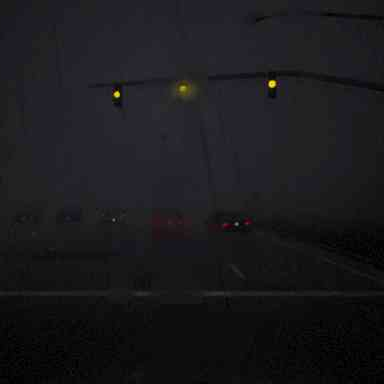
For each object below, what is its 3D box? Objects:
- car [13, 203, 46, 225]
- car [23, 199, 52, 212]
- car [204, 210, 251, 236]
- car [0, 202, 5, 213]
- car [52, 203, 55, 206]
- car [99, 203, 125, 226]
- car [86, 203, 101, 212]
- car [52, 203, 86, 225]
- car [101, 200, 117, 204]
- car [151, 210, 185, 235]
[{"bbox_3d":[-14.080,1.977,28.678,1.812,1.442,4.674,0,-1,-17],"label":"car"},{"bbox_3d":[-23.027,1.981,48.366,5.566,2.045,2.150,0,-1,42],"label":"car"},{"bbox_3d":[2.053,1.836,20.493,2.033,1.411,5.357,0,-1,-8],"label":"car"},{"bbox_3d":[-29.590,2.136,48.927,4.553,1.767,2.097,-1,-1,35],"label":"car"},{"bbox_3d":[-20.999,2.393,51.175,4.718,1.301,1.895,-1,-1,41],"label":"car"},{"bbox_3d":[-6.493,1.937,27.431,1.812,1.442,4.674,0,-1,-14],"label":"car"},{"bbox_3d":[-16.603,2.356,52.073,4.181,1.385,1.994,-1,-1,44],"label":"car"},{"bbox_3d":[-10.292,1.911,28.216,1.882,1.535,5.008,0,-1,-15],"label":"car"},{"bbox_3d":[-13.740,2.166,54.193,4.553,1.767,2.097,-1,-1,44],"label":"car"},{"bbox_3d":[-1.580,1.856,21.189,2.033,1.411,5.357,0,-1,-9],"label":"car"}]
